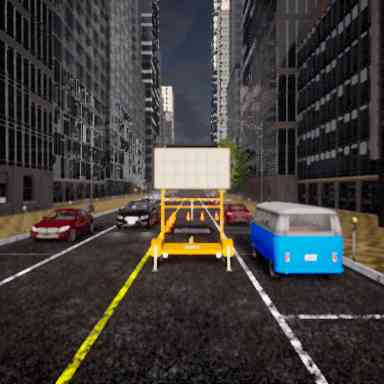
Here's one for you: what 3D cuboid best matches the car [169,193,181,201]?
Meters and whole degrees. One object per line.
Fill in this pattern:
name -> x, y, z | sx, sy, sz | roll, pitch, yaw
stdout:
car -> -3.031, 0.797, 60.578 | 2.033, 1.411, 5.357 | 0, 1, 1

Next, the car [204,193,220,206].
car -> 2.701, 1.124, 37.841 | 1.802, 1.307, 4.206 | 0, 1, 0

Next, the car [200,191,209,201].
car -> 2.705, 0.951, 49.224 | 2.008, 1.369, 4.403 | 0, 1, 0

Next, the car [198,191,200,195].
car -> 2.710, 0.612, 66.299 | 1.967, 1.590, 4.097 | 0, 1, 0

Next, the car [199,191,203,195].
car -> 2.706, 0.876, 54.916 | 2.008, 1.369, 4.403 | 0, 1, 0

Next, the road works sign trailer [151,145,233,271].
road works sign trailer -> 0.003, 0.337, 10.387 | 2.380, 3.560, 2.880 | 0, 1, 0

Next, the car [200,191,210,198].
car -> 2.711, 0.534, 71.990 | 1.967, 1.590, 4.097 | 0, 1, 0

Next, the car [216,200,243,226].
car -> 2.696, 1.330, 20.764 | 1.802, 1.307, 4.206 | 0, 1, 0

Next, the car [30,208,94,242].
car -> -5.686, 1.399, 15.077 | 1.802, 1.307, 4.206 | 0, 1, 0

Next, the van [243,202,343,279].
van -> 2.693, 1.226, 9.378 | 1.690, 1.788, 3.998 | 0, 1, 0

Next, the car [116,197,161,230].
car -> -3.094, 1.256, 19.425 | 2.128, 1.511, 4.902 | 0, 1, 0

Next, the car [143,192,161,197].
car -> -5.678, 1.023, 43.538 | 2.008, 1.369, 4.403 | 0, 1, 0

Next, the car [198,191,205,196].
car -> 2.718, 0.322, 94.760 | 1.887, 1.381, 4.507 | 0, 1, 0
